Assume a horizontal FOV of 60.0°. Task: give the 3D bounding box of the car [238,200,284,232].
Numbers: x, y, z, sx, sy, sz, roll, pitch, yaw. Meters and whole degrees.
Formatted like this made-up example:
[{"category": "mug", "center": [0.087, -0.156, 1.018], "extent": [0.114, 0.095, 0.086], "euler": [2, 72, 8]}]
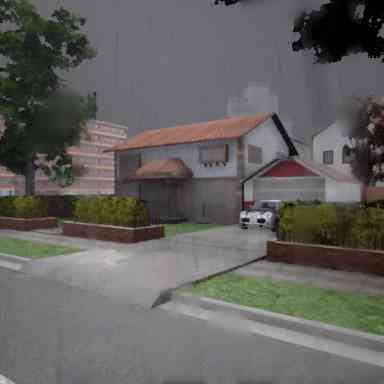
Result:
[{"category": "car", "center": [4.023, 1.168, 17.438], "extent": [1.970, 1.475, 3.806], "euler": [0, 0, 36]}]
